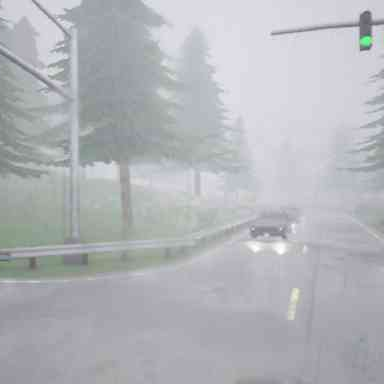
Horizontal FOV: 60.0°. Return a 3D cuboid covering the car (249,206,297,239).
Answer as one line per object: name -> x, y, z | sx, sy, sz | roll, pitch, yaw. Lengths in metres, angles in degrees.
car -> 4.610, 1.757, 18.935 | 2.033, 1.411, 5.357 | -1, -1, 21

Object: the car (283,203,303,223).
car -> 8.049, 1.859, 28.241 | 1.994, 1.385, 4.181 | -1, -1, 20
